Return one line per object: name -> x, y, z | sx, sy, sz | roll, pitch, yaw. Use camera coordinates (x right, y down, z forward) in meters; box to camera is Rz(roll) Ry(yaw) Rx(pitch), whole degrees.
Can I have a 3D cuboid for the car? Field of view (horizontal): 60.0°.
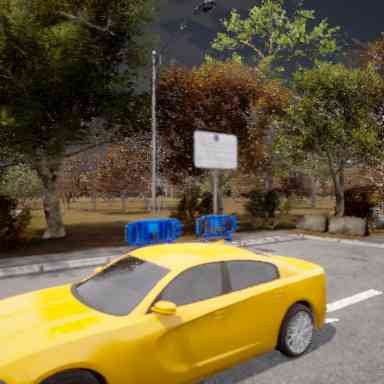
car -> -0.250, 1.478, 4.441 | 5.008, 1.535, 1.882 | 0, 0, -35
